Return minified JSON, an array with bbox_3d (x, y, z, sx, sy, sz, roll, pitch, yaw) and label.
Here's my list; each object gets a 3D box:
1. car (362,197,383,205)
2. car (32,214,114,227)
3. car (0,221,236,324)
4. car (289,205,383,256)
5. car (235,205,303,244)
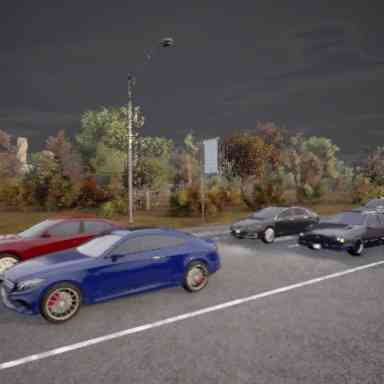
[{"bbox_3d":[12.131,1.128,21.122,4.553,1.767,2.097,-1,0,-36],"label":"car"},{"bbox_3d":[-3.782,1.452,9.872,5.008,1.535,1.882,-1,0,-36],"label":"car"},{"bbox_3d":[-1.443,1.496,7.248,4.674,1.442,1.812,-1,0,-35],"label":"car"},{"bbox_3d":[6.395,1.420,12.779,5.357,1.411,2.033,-1,0,-35],"label":"car"},{"bbox_3d":[3.910,1.383,15.308,4.892,1.490,1.837,-1,0,-35],"label":"car"}]
